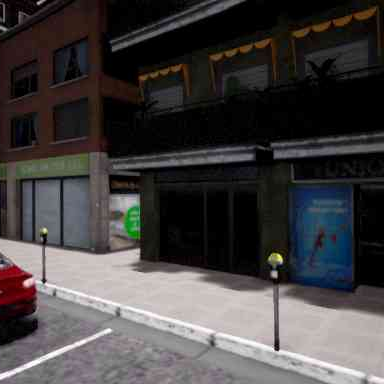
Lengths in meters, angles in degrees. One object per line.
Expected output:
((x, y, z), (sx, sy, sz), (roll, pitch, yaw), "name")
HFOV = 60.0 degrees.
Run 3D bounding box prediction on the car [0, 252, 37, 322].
((-4.475, 1.580, 6.076), (4.206, 1.307, 1.802), (0, 0, 36), "car")
